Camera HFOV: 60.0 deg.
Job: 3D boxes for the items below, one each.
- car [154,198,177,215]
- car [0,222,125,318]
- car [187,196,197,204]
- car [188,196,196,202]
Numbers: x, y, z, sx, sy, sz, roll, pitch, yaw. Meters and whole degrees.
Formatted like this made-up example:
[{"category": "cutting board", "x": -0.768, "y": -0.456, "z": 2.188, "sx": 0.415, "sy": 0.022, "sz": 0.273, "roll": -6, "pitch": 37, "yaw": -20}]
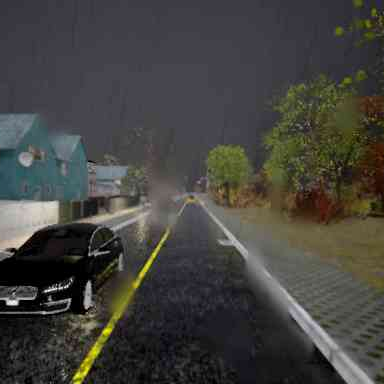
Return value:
[{"category": "car", "x": -2.755, "y": 1.467, "z": 35.411, "sx": 2.097, "sy": 1.767, "sz": 4.553, "roll": 0, "pitch": 0, "yaw": 0}, {"category": "car", "x": -2.840, "y": 1.530, "z": 7.713, "sx": 1.837, "sy": 1.490, "sz": 4.892, "roll": 0, "pitch": -1, "yaw": 0}, {"category": "car", "x": -0.010, "y": 1.679, "z": 67.987, "sx": 1.882, "sy": 1.535, "sz": 5.008, "roll": 0, "pitch": 0, "yaw": 0}, {"category": "car", "x": -0.011, "y": 1.636, "z": 78.422, "sx": 1.837, "sy": 1.490, "sz": 4.892, "roll": 0, "pitch": 0, "yaw": 0}]
